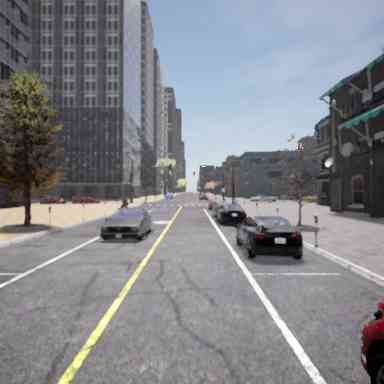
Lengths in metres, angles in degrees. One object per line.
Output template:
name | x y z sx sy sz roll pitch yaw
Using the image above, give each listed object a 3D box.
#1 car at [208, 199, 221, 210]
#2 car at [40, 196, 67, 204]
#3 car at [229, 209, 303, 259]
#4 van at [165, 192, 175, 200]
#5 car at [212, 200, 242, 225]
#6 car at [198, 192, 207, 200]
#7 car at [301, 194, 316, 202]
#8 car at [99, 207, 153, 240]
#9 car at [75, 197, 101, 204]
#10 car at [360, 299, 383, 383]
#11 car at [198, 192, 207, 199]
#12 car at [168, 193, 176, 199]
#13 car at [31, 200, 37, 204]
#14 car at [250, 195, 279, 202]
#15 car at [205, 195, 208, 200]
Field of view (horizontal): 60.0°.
car | 2.700 1.438 28.671 2.008 1.369 4.403 1 0 0
car | -23.115 1.349 55.805 4.097 1.590 1.967 -1 0 1
car | 2.702 1.519 12.238 1.947 1.339 4.313 1 0 0
van | -5.681 0.998 83.219 1.690 1.788 3.998 1 0 0
car | 2.701 1.475 23.193 1.947 1.339 4.313 1 0 0
car | 2.698 1.121 77.585 1.967 1.590 4.097 1 0 0
car | 20.678 1.017 55.387 4.829 1.417 1.752 -1 0 1
car | -3.102 1.482 16.751 2.033 1.411 5.357 0 0 0
car | -17.430 1.436 55.751 4.206 1.307 1.802 -1 0 1
car | 2.707 1.310 1.283 2.192 1.841 5.009 1 0 0
car | 2.699 0.947 88.932 2.192 1.841 5.009 1 0 0
car | -5.685 1.133 94.398 1.752 1.417 4.829 1 0 0
car | -28.627 1.487 55.858 4.829 1.417 1.752 -1 0 1
car | 12.707 1.130 58.160 4.718 1.301 1.895 -1 -1 1
car | 2.823 1.426 39.623 1.802 1.307 4.206 1 0 0
